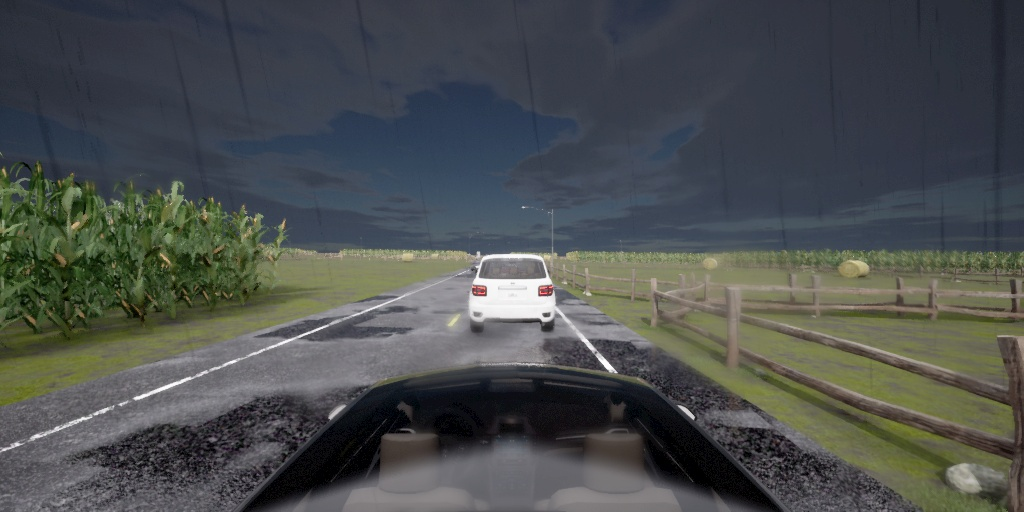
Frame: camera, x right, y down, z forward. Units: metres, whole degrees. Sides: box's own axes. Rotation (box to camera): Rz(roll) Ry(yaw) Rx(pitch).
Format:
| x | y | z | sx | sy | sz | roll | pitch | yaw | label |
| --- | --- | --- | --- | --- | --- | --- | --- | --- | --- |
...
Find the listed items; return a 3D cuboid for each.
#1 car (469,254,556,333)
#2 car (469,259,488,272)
| x | y | z | sx | sy | sz | roll | pitch | yaw | label |
| --- | --- | --- | --- | --- | --- | --- | --- | --- | --- |
| 0.016 | 0.972 | 10.909 | 2.150 | 2.045 | 5.566 | 0 | 0 | 0 | car |
| -4.188 | 1.215 | 45.473 | 2.128 | 1.511 | 4.902 | 0 | 0 | -1 | car |
